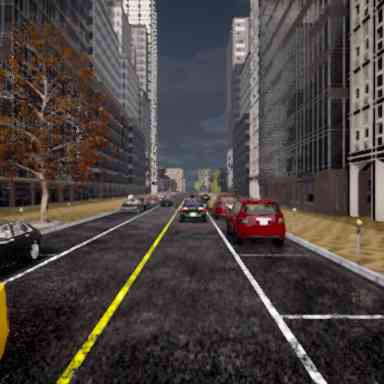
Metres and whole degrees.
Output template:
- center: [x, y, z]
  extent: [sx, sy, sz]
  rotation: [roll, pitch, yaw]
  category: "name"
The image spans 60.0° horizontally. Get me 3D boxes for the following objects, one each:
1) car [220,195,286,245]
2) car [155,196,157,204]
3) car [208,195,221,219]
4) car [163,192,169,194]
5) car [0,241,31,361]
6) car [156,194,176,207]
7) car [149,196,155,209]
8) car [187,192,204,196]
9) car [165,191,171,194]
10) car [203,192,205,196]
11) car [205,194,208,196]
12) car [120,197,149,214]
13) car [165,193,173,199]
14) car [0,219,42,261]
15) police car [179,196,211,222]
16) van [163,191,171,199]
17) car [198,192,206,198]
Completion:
- center: [2.682, 1.207, 14.810]
  extent: [2.192, 1.841, 5.009]
  rotation: [0, 0, 0]
  category: "car"
- center: [-5.728, 1.211, 48.968]
  extent: [1.802, 1.307, 4.206]
  rotation: [0, 0, 0]
  category: "car"
- center: [2.672, 1.122, 26.194]
  extent: [2.192, 1.841, 5.009]
  rotation: [0, 0, 0]
  category: "car"
- center: [-5.737, 1.088, 60.353]
  extent: [2.008, 1.369, 4.403]
  rotation: [0, 0, 0]
  category: "car"
- center: [-3.102, 1.463, 1.890]
  extent: [1.882, 1.535, 5.008]
  rotation: [0, 0, 0]
  category: "car"
- center: [-3.128, 1.276, 43.206]
  extent: [1.895, 1.301, 4.718]
  rotation: [0, 0, 0]
  category: "car"
- center: [-5.719, 1.285, 37.585]
  extent: [1.947, 1.339, 4.313]
  rotation: [0, 0, 0]
  category: "car"
- center: [0.065, 1.116, 42.013]
  extent: [2.033, 1.649, 4.856]
  rotation: [0, 1, 0]
  category: "car"
- center: [-5.746, 0.989, 71.737]
  extent: [1.887, 1.381, 4.507]
  rotation: [0, 0, 0]
  category: "car"
- center: [2.639, 1.057, 66.039]
  extent: [1.947, 1.339, 4.313]
  rotation: [0, 0, 0]
  category: "car"
- center: [2.662, 1.243, 37.749]
  extent: [1.752, 1.417, 4.829]
  rotation: [0, 0, 0]
  category: "car"
- center: [-5.714, 1.314, 31.893]
  extent: [2.008, 1.369, 4.403]
  rotation: [0, 0, 0]
  category: "car"
- center: [-5.755, 0.931, 83.122]
  extent: [1.802, 1.307, 4.206]
  rotation: [0, 0, 0]
  category: "car"
- center: [-5.696, 1.484, 9.124]
  extent: [2.008, 1.369, 4.403]
  rotation: [0, 0, 0]
  category: "car"
- center: [0.078, 1.320, 24.888]
  extent: [2.038, 1.542, 4.974]
  rotation: [0, 0, 0]
  category: "police car"
- center: [-5.750, 0.738, 77.428]
  extent: [1.690, 1.788, 3.998]
  rotation: [0, 0, 0]
  category: "van"
- center: [2.622, 0.742, 88.804]
  extent: [1.967, 1.590, 4.097]
  rotation: [0, 0, 0]
  category: "car"
